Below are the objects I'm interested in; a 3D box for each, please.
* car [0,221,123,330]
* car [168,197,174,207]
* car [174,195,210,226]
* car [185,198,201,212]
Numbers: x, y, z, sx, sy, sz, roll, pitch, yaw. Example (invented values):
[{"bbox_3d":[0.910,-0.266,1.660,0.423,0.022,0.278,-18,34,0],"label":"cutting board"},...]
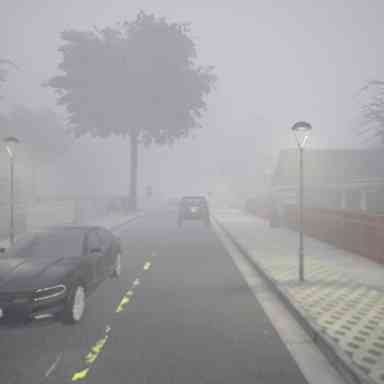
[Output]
[{"bbox_3d":[-2.862,1.481,7.326,1.882,1.535,5.008,0,0,0],"label":"car"},{"bbox_3d":[-2.760,1.566,52.905,1.882,1.535,5.008,0,0,0],"label":"car"},{"bbox_3d":[0.097,1.240,23.571,2.150,2.045,5.566,0,0,0],"label":"car"},{"bbox_3d":[0.094,1.515,40.373,1.882,1.535,5.008,0,0,0],"label":"car"}]
